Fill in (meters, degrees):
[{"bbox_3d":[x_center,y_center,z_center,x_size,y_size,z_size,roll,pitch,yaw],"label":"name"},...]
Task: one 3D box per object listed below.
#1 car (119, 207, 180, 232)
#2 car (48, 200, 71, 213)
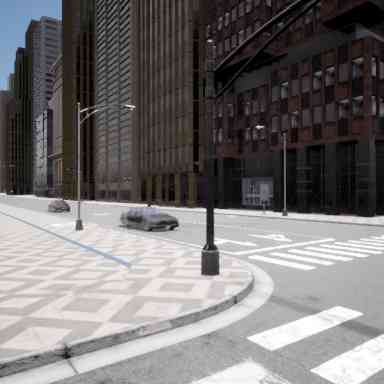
[{"bbox_3d":[-2.897,1.657,21.359,2.033,1.411,5.357,0,0,-35],"label":"car"},{"bbox_3d":[-16.001,1.724,39.975,1.837,1.490,4.892,0,-1,-35],"label":"car"}]
